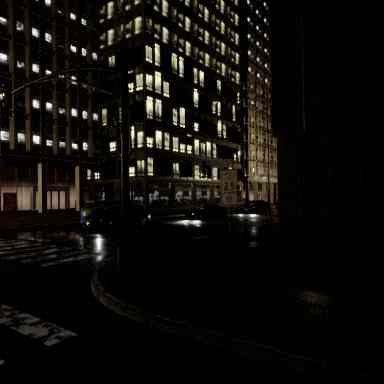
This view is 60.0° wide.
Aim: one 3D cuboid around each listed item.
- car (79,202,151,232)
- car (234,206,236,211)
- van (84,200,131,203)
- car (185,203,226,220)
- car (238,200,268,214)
[{"bbox_3d":[-4.623,1.571,20.946,1.837,1.490,4.892,-1,-1,33],"label":"car"},{"bbox_3d":[6.891,1.689,41.374,1.752,1.417,4.829,-2,-1,36],"label":"car"},{"bbox_3d":[-5.966,1.460,23.481,1.690,1.788,3.998,-2,-1,36],"label":"van"},{"bbox_3d":[1.236,1.649,29.051,1.994,1.385,4.181,-1,-1,36],"label":"car"},{"bbox_3d":[7.132,1.631,37.240,1.812,1.442,4.674,-1,-1,36],"label":"car"}]
